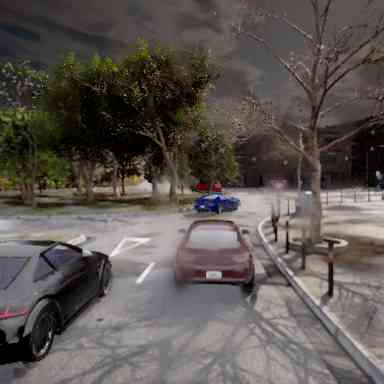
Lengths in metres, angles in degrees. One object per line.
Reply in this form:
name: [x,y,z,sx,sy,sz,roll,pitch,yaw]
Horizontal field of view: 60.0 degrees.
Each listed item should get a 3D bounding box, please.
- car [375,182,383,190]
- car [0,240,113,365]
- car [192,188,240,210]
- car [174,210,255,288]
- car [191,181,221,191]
car: [34.948,-1.209,59.103,2.185,1.767,4.553,-1,3,-15]
car: [-2.843,1.541,5.886,1.994,1.385,4.181,0,1,3]
car: [2.079,0.802,26.073,1.882,1.535,5.008,1,3,32]
car: [0.587,1.465,9.017,1.812,1.442,4.674,0,1,4]
car: [2.172,-0.816,52.549,2.150,2.045,5.566,-2,3,-41]
